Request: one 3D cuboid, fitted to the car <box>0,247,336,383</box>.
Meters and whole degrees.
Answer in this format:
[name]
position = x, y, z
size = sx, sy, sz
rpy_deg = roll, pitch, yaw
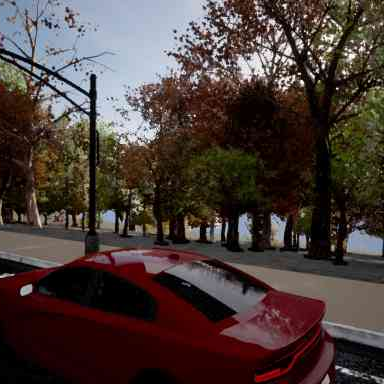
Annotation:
[car]
position = -0.876, 1.477, 4.302
size = 5.008, 1.535, 1.882
rpy_deg = 0, 0, 35
